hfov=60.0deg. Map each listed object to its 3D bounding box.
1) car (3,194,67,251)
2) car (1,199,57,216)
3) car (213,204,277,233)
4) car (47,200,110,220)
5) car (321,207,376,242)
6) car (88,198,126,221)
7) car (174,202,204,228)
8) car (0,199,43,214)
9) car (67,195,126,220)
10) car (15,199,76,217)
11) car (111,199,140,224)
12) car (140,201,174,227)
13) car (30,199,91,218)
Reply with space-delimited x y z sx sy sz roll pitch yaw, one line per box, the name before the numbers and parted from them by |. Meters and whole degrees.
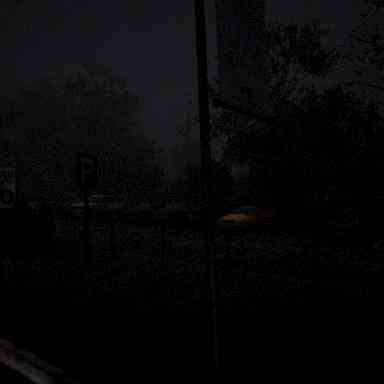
car | -7.858 1.243 12.167 2.435 2.045 5.566 0 0 35
car | -16.846 1.527 34.579 2.163 1.488 4.792 0 0 35
car | 3.437 1.489 19.998 1.946 1.575 5.366 0 0 35
car | -10.041 1.505 29.780 2.231 1.521 4.892 0 0 35
car | 8.056 1.518 16.914 2.163 1.488 4.792 0 0 35
car | -5.508 1.500 26.578 2.097 1.535 5.008 0 0 35
car | 1.297 1.524 21.779 2.163 1.488 4.792 0 0 35
car | -19.082 1.515 36.237 2.163 1.488 4.792 0 0 35
car | -7.791 1.251 28.157 2.435 2.045 5.566 0 0 35
car | -14.461 1.497 33.150 1.946 1.575 5.366 0 0 35
car | -3.244 1.498 24.972 2.097 1.535 5.008 0 0 35
car | -0.979 1.497 23.367 2.231 1.521 4.892 0 0 35
car | -12.306 1.503 31.388 2.097 1.535 5.008 0 0 35
